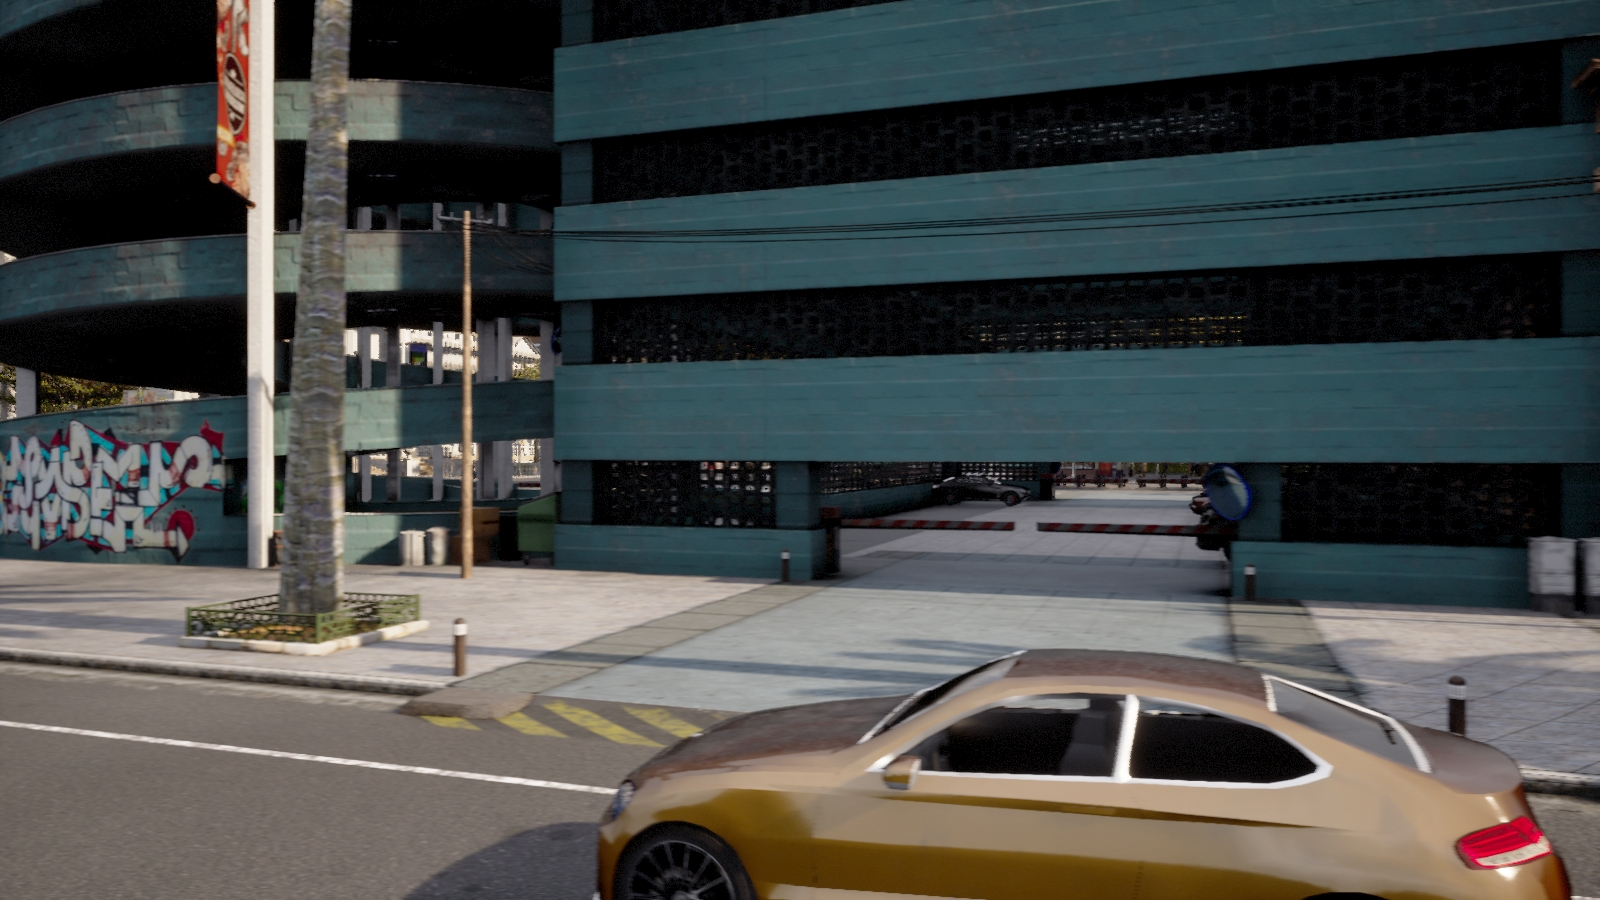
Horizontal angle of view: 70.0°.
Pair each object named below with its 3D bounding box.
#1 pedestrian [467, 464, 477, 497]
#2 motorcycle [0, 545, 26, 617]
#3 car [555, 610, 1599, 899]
[{"bbox_3d":[-18.347,1.696,63.837,0.375,1.860,0.375,0,0,19],"label":"pedestrian"},{"bbox_3d":[-14.276,2.213,19.566,2.033,1.145,0.803,0,-1,27],"label":"motorcycle"},{"bbox_3d":[1.375,1.992,6.487,5.027,1.651,2.152,0,0,19],"label":"car"}]
